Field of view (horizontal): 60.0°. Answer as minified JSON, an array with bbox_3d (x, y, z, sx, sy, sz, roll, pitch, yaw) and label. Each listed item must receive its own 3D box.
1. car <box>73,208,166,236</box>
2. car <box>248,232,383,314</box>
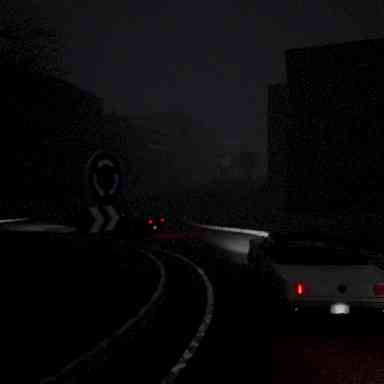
[{"bbox_3d":[-3.875,1.469,17.414,4.718,1.301,1.895,0,0,23],"label":"car"},{"bbox_3d":[2.443,1.539,7.454,1.895,1.301,4.718,0,0,3],"label":"car"}]
